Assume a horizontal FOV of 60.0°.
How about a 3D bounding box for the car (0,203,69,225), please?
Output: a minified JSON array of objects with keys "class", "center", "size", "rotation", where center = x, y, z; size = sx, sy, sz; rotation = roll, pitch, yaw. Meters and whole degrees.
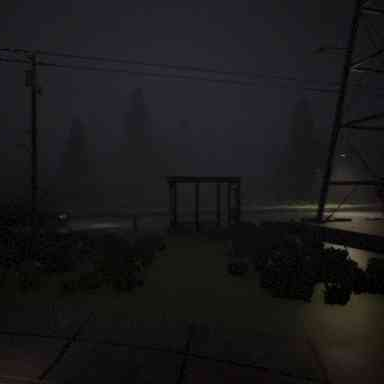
[{"class":"car","center":[-10.035,1.404,19.932],"size":[5.008,1.535,1.882],"rotation":[0,0,-17]}]
